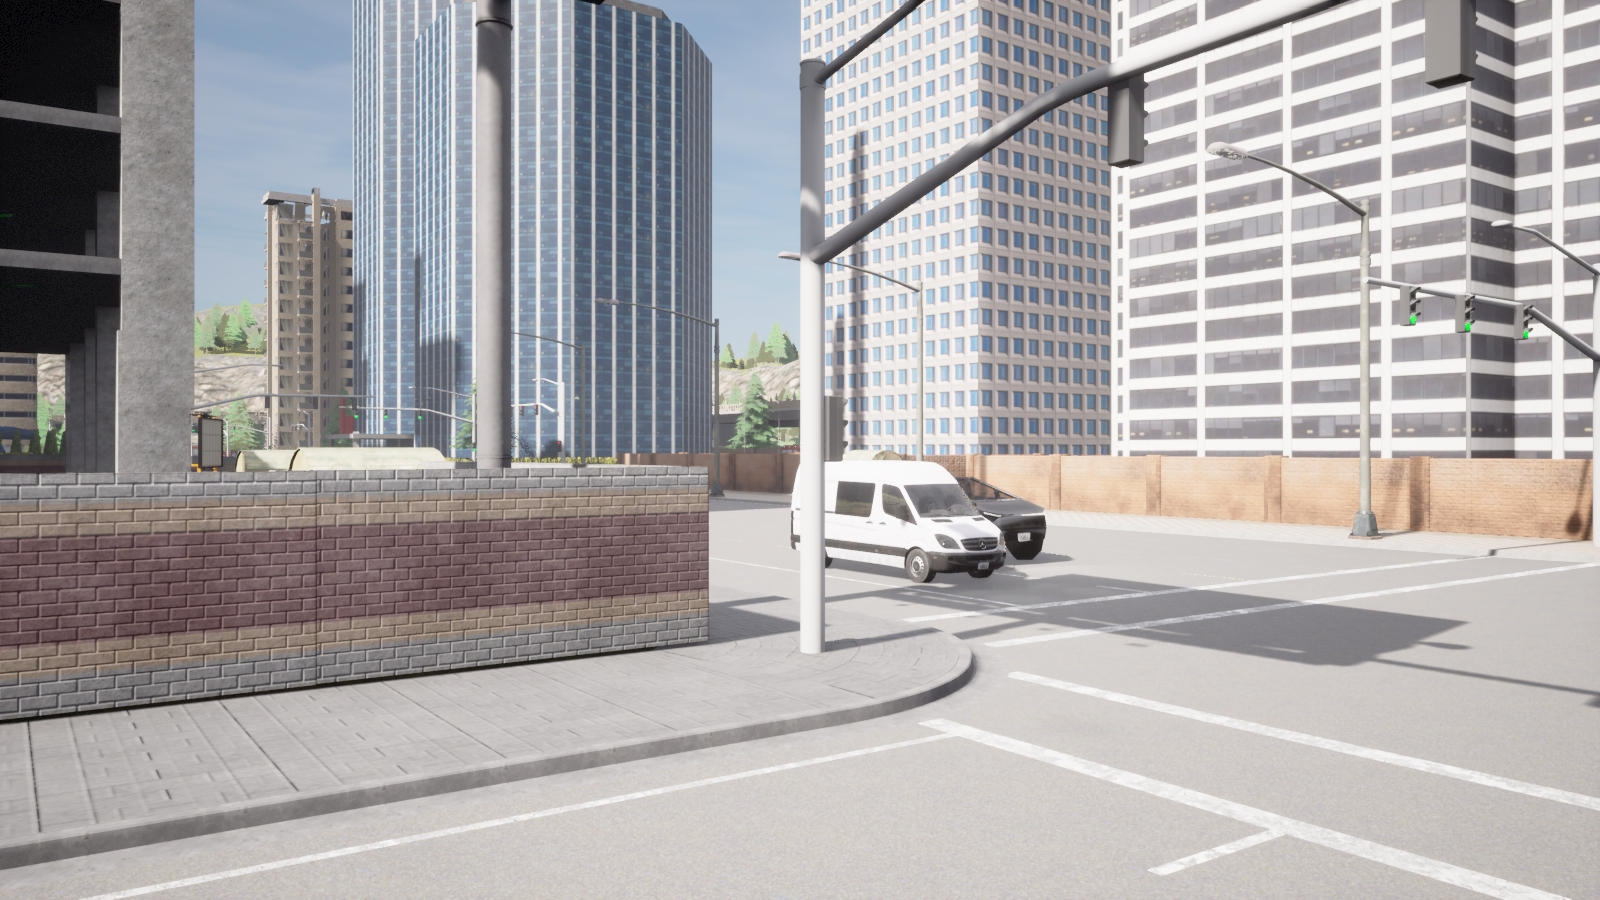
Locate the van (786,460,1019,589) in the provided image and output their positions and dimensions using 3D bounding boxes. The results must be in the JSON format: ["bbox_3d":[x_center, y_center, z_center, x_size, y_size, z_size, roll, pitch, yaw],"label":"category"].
[{"bbox_3d":[2.162,1.533,26.216,1.988,2.561,5.915,0,0,-35],"label":"van"}]

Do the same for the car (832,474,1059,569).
[{"bbox_3d":[3.654,1.752,30.193,2.390,2.098,6.274,0,0,-35],"label":"car"}]
